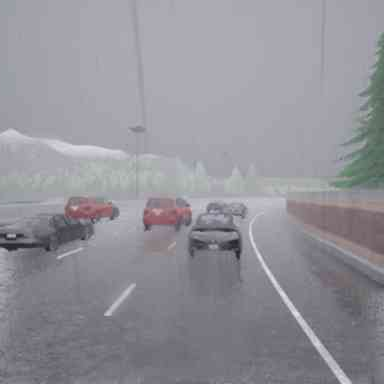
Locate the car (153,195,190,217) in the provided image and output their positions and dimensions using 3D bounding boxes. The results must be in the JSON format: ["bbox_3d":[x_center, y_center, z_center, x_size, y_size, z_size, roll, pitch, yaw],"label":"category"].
[{"bbox_3d":[-2.012,1.369,34.949,2.150,2.045,5.566,0,0,15],"label":"car"}]

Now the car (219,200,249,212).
[{"bbox_3d":[4.170,1.695,31.056,2.033,1.411,5.357,0,0,14],"label":"car"}]

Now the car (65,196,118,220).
[{"bbox_3d":[-7.709,1.314,25.937,2.150,2.045,5.566,0,0,11],"label":"car"}]

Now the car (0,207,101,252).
[{"bbox_3d":[-6.007,1.593,14.131,2.033,1.411,5.357,0,0,7],"label":"car"}]

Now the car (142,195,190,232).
[{"bbox_3d":[-1.460,1.310,21.222,2.150,2.045,5.566,0,0,9],"label":"car"}]

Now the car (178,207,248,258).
[{"bbox_3d":[0.958,1.552,13.037,2.128,1.511,4.902,0,0,6],"label":"car"}]

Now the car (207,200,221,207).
[{"bbox_3d":[3.096,1.688,39.828,1.837,1.490,4.892,0,0,17],"label":"car"}]
